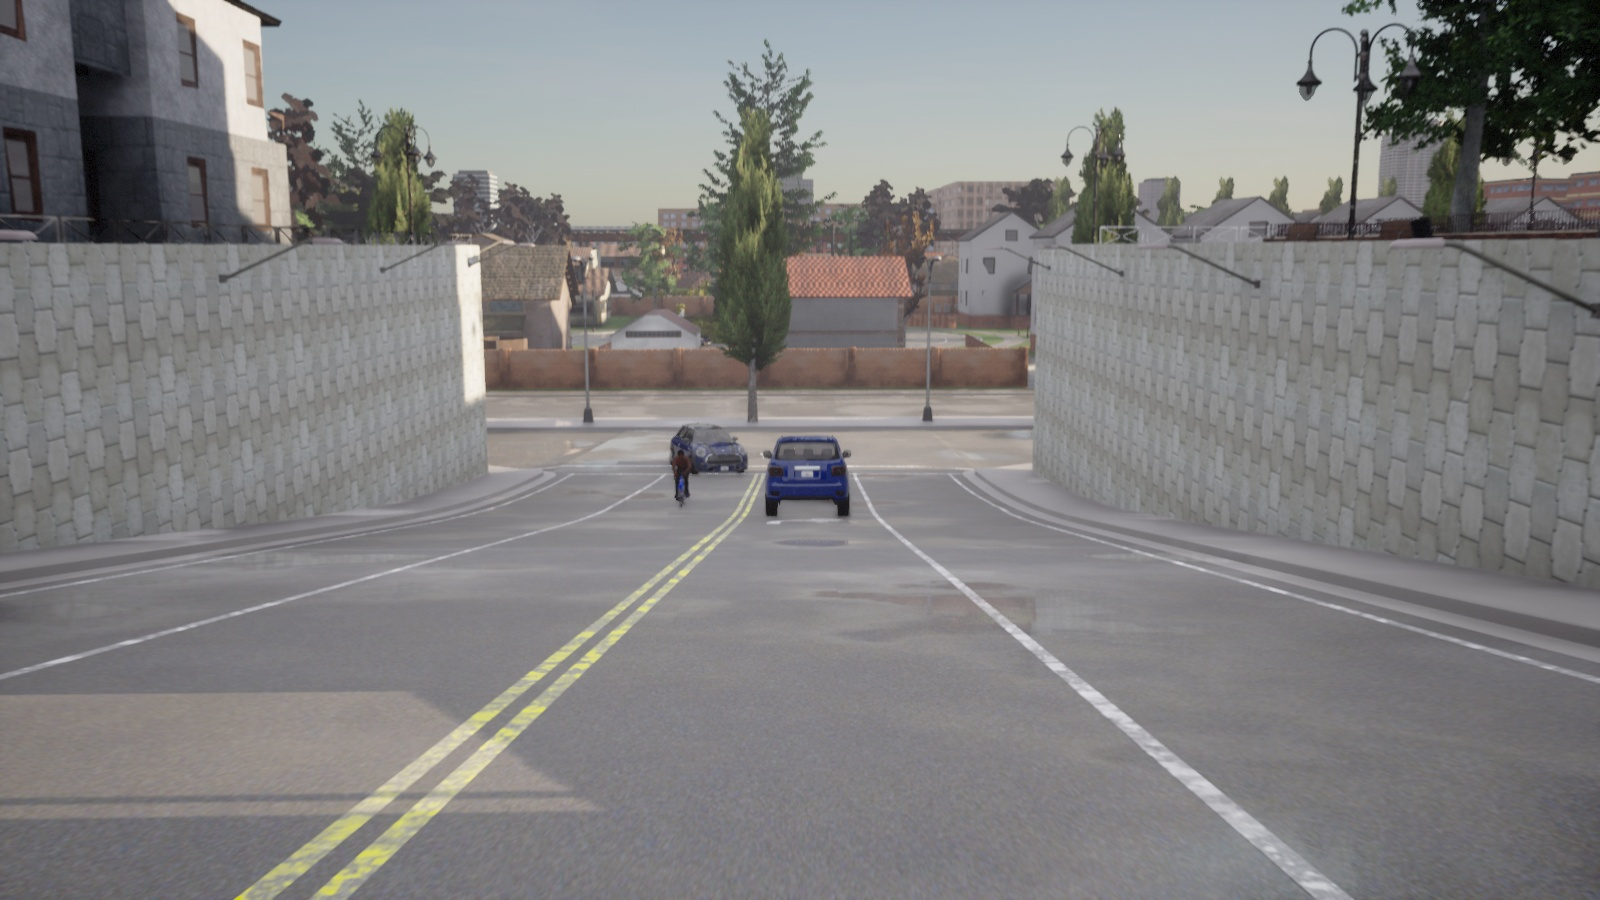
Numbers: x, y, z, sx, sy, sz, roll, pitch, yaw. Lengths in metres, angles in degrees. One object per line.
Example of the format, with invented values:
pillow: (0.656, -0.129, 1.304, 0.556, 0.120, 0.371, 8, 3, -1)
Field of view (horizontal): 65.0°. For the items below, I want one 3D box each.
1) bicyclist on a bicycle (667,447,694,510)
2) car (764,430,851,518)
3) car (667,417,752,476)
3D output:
bicyclist on a bicycle: (-3.301, 0.770, 34.778, 0.582, 1.620, 1.656, 0, 3, 0)
car: (0.199, 0.551, 33.720, 2.150, 2.045, 5.566, 0, 2, 0)
car: (-3.504, -0.189, 47.900, 2.097, 1.767, 4.553, -2, 7, -19)
